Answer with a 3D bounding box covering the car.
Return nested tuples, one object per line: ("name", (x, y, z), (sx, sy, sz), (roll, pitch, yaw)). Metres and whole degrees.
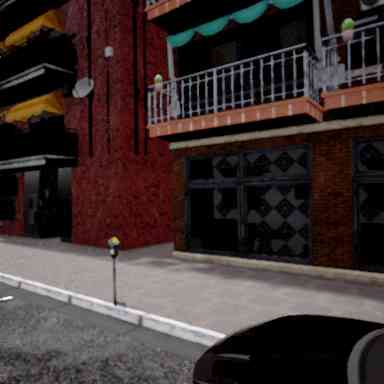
("car", (2.252, 1.471, 1.820), (5.008, 1.535, 1.882), (0, 0, 36))
